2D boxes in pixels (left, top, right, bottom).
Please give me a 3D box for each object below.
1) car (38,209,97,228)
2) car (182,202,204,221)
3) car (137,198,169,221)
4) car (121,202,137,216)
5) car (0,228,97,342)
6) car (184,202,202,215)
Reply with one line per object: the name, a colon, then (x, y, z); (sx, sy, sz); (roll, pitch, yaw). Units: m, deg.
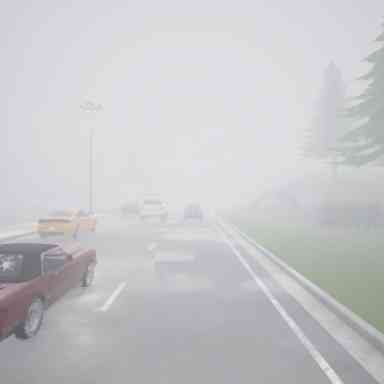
car: (-6.896, 1.685, 18.888); (1.882, 1.535, 5.008); (0, -1, 0)
car: (0.101, 1.884, 30.764); (2.033, 1.411, 5.357); (0, -1, 0)
car: (-3.394, 1.561, 30.922); (2.150, 2.045, 5.566); (0, 0, 0)
car: (-6.872, 1.897, 38.431); (1.882, 1.535, 5.008); (0, -1, 1)
car: (-3.398, 1.675, 6.636); (1.895, 1.301, 4.718); (0, -1, 0)
car: (0.172, 2.000, 41.440); (2.033, 1.411, 5.357); (0, -1, 1)
